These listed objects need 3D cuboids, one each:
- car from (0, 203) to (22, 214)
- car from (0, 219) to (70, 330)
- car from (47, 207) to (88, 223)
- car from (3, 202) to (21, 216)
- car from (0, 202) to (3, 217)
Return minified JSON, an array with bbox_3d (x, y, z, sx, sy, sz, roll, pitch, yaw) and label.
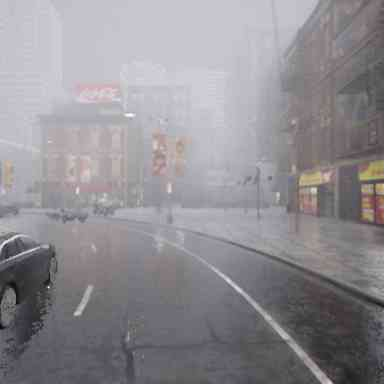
[{"bbox_3d":[-23.864,2.022,42.052,4.718,1.301,1.895,0,-1,30],"label":"car"},{"bbox_3d":[-4.192,1.562,6.846,2.128,1.511,4.902,0,-1,-9],"label":"car"},{"bbox_3d":[-10.489,1.881,27.746,1.895,1.301,4.718,0,-1,-41],"label":"car"},{"bbox_3d":[-21.055,1.878,36.640,4.892,1.490,1.837,0,-1,33],"label":"car"},{"bbox_3d":[-21.369,1.556,32.829,5.566,2.045,2.150,0,-1,35],"label":"car"}]
